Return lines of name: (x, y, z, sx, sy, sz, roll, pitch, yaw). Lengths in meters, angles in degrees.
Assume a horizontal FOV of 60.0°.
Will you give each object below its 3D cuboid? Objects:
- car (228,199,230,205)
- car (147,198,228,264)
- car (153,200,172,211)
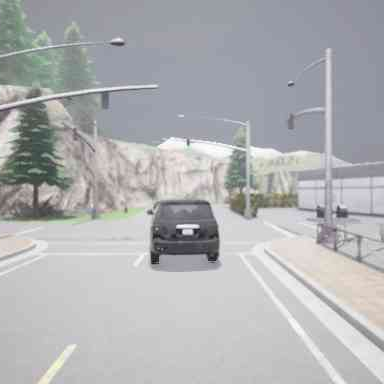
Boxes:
car: (8.154, 1.577, 59.159, 4.892, 1.490, 1.837, 0, 0, -12)
car: (-0.443, 1.236, 12.168, 2.150, 2.045, 5.566, 0, 0, -7)
car: (-3.624, 1.650, 41.620, 1.895, 1.301, 4.718, 0, 0, 0)
